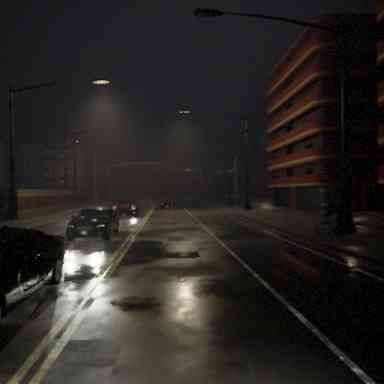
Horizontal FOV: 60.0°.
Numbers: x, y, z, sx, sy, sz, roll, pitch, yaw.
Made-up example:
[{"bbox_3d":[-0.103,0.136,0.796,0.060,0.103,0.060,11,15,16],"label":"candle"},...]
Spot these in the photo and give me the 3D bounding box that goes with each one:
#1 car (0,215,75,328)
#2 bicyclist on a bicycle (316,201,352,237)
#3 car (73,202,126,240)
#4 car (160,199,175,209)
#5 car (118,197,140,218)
[{"bbox_3d":[-4.037,1.490,6.537,1.882,1.535,5.008,0,0,-4],"label":"car"},{"bbox_3d":[6.333,1.208,14.845,1.656,1.620,0.582,-1,0,-4],"label":"bicyclist on a bicycle"},{"bbox_3d":[-4.828,1.478,16.743,2.128,1.511,4.902,0,0,-4],"label":"car"},{"bbox_3d":[-3.202,1.494,43.279,1.895,1.301,4.718,0,0,-4],"label":"car"},{"bbox_3d":[-5.831,1.308,29.798,2.097,1.767,4.553,0,0,-4],"label":"car"}]
